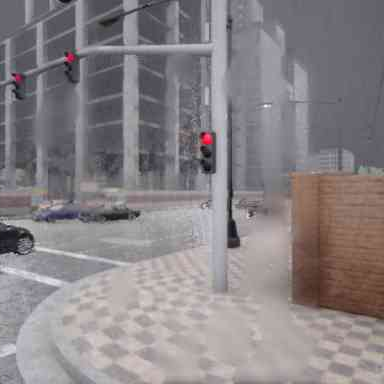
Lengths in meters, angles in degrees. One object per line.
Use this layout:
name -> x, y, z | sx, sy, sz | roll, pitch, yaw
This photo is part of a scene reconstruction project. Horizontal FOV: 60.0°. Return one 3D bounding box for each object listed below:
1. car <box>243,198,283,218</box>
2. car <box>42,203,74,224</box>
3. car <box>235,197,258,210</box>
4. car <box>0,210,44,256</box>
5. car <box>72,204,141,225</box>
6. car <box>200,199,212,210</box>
car -> 6.847, 1.543, 30.611 | 1.837, 1.490, 4.892 | 0, 0, 36
car -> -9.904, 1.597, 25.633 | 1.812, 1.442, 4.674 | 0, 0, 35
car -> 7.490, 1.411, 43.746 | 2.097, 1.767, 4.553 | 0, 0, 36
car -> -6.998, 1.543, 10.507 | 1.837, 1.490, 4.892 | -4, -1, 5
car -> -6.139, 1.661, 24.906 | 1.895, 1.301, 4.718 | 0, 0, 36
car -> 2.907, 1.576, 43.400 | 1.837, 1.490, 4.892 | 0, 0, 36
